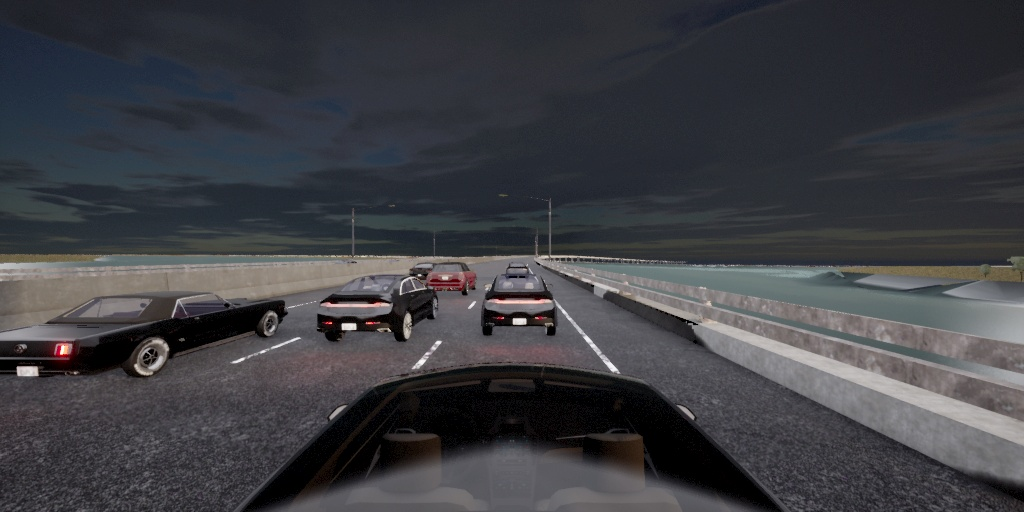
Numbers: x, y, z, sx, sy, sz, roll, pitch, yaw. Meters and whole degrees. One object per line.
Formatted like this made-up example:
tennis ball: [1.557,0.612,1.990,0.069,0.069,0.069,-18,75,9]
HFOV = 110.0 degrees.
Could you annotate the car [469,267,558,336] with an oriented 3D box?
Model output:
car: [0.186,1.242,10.392,2.128,1.511,4.902,0,0,0]

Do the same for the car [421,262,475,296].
car: [-3.204,1.103,19.679,2.097,1.767,4.553,0,0,2]

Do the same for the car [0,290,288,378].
car: [-6.852,1.352,7.312,1.895,1.301,4.718,0,0,1]

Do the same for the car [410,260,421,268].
car: [-6.567,1.229,28.136,1.882,1.535,5.008,0,0,1]

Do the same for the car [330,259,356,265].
car: [-23.772,1.238,50.545,2.128,1.511,4.902,0,0,2]

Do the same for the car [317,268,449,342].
car: [-3.324,1.242,9.793,2.128,1.511,4.902,0,0,1]

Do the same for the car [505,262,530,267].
car: [0.463,1.241,30.040,2.128,1.511,4.902,0,0,1]

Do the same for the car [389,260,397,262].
car: [-19.959,1.287,59.734,2.033,1.411,5.357,0,0,2]
